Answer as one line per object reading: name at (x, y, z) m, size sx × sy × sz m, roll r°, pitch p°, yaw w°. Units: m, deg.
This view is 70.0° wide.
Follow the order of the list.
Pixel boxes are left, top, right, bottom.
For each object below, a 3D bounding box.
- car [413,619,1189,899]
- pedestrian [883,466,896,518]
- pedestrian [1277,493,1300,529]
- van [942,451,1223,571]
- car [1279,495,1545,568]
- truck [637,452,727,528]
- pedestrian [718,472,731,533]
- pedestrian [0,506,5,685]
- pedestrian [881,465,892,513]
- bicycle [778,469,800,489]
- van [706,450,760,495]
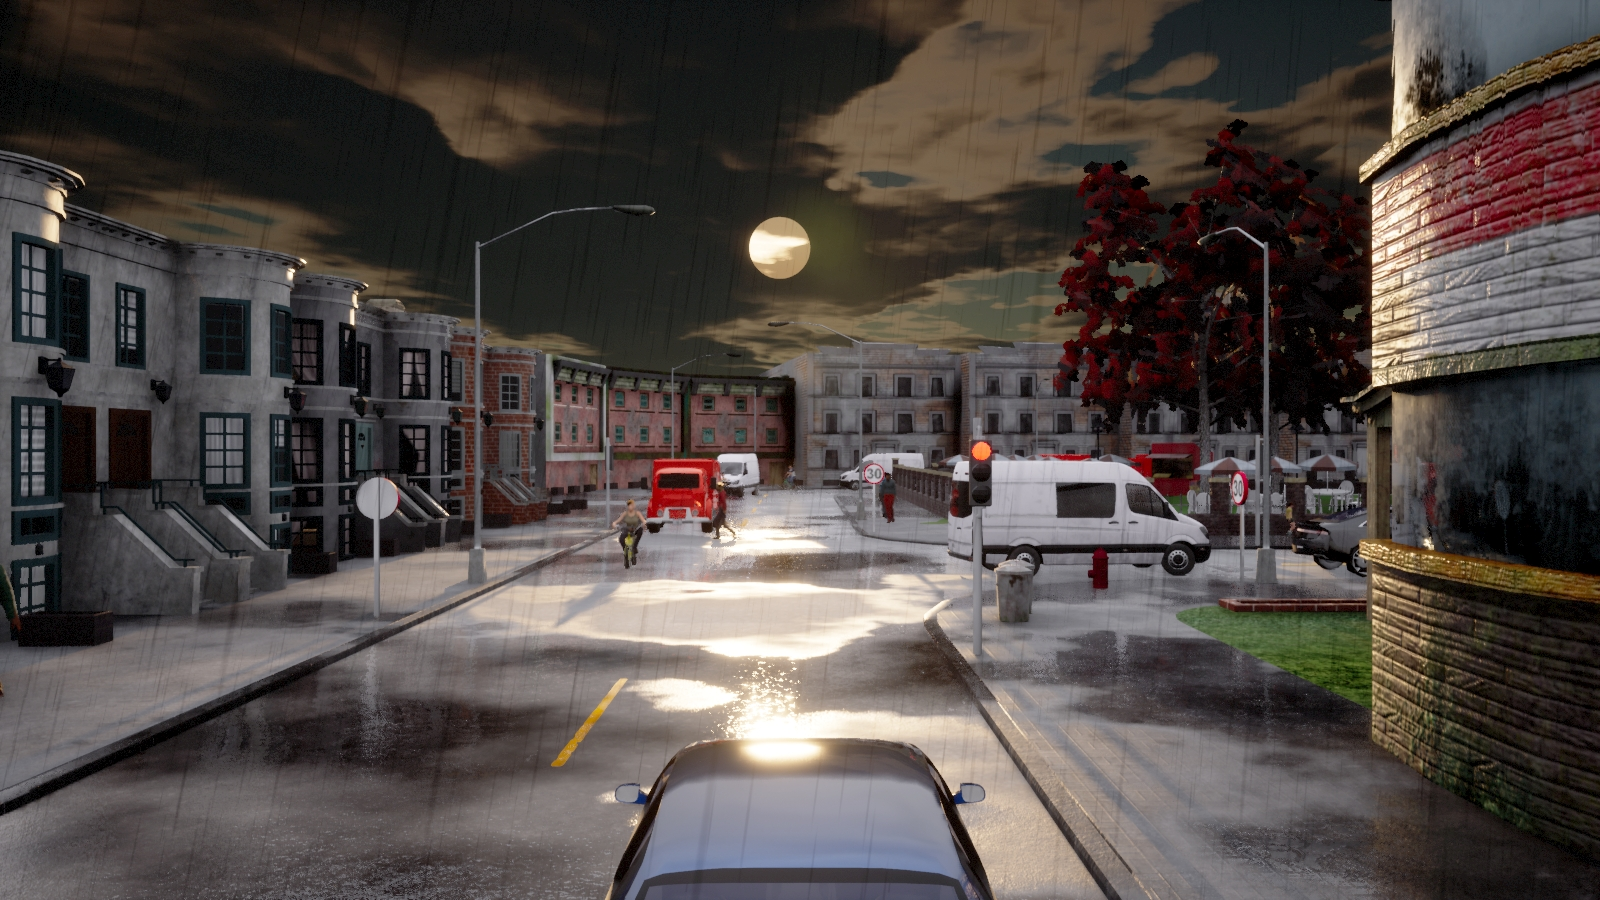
car at (-0.001, 1.884, 5.268) m, size 2.033 × 1.411 × 5.357 m, roll 0°, pitch 0°, yaw 0°
pedestrian at (3.240, 1.500, 41.242) m, size 0.375 × 1.860 × 0.375 m, roll 0°, pitch 0°, yaw 19°
pedestrian at (15.081, 1.882, 35.288) m, size 0.500 × 1.100 × 0.500 m, roll 0°, pitch 0°, yaw 1°
van at (6.389, 1.304, 26.031) m, size 5.915 × 2.561 × 1.988 m, roll 0°, pitch 0°, yaw -11°
car at (13.778, 1.817, 25.951) m, size 4.902 × 1.511 × 2.128 m, roll 0°, pitch 0°, yaw -1°
truck at (-4.014, 1.343, 39.948) m, size 2.627 × 2.467 × 5.204 m, roll 0°, pitch -1°, yaw 0°
pedestrian at (-2.301, 1.615, 35.022) m, size 0.375 × 1.860 × 0.375 m, roll 0°, pitch 0°, yaw 0°
pedestrian at (-8.532, 1.521, 11.809) m, size 0.375 × 1.860 × 0.375 m, roll 0°, pitch 0°, yaw -3°
pedestrian at (3.371, 1.500, 44.499) m, size 0.375 × 1.860 × 0.375 m, roll 0°, pitch 0°, yaw 9°
bicycle at (-0.715, 1.909, 76.133) m, size 1.643 × 1.296 × 0.373 m, roll -1°, pitch 1°, yaw -44°
van at (-3.949, 1.290, 68.306) m, size 1.988 × 2.561 × 5.915 m, roll 0°, pitch 0°, yaw 10°
